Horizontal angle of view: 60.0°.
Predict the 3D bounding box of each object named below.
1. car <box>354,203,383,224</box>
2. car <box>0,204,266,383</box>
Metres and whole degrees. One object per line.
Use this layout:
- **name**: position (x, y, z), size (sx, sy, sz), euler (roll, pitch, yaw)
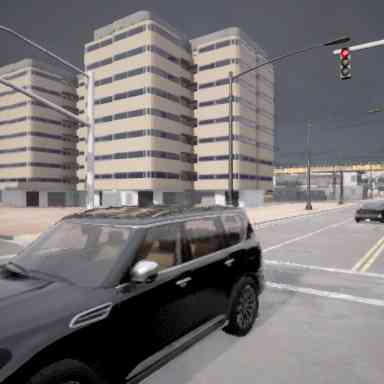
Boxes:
- **car**: position (13.675, 1.551, 25.144), size (2.033, 1.411, 5.357), euler (0, 0, 35)
- **car**: position (-0.881, 1.242, 4.578), size (2.150, 2.045, 5.566), euler (0, 0, 35)
